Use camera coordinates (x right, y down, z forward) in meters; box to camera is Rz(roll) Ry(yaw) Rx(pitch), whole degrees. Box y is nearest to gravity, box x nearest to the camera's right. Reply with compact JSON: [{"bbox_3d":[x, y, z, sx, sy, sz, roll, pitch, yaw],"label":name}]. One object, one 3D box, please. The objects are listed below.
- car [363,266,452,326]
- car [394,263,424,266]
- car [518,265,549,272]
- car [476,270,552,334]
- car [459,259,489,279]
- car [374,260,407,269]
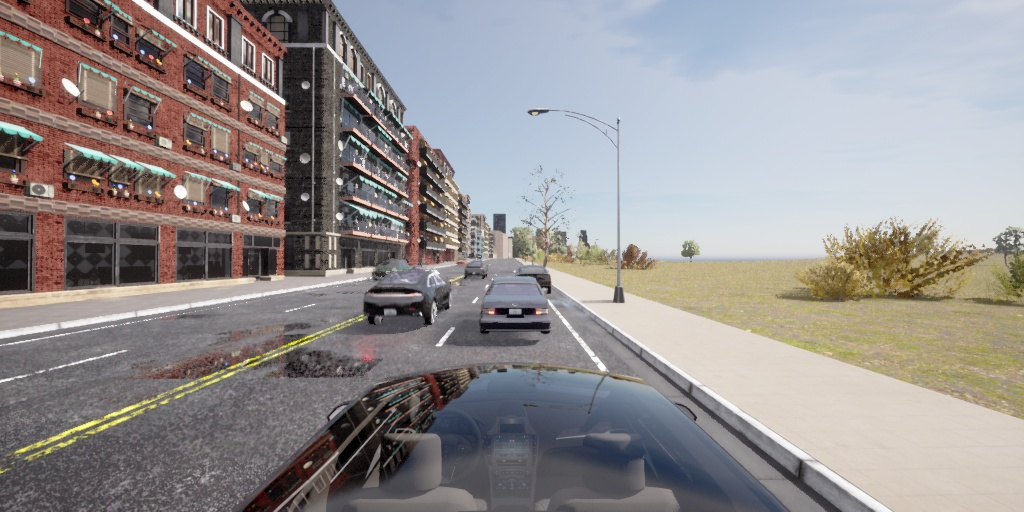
[{"bbox_3d":[-3.164,1.242,11.724,2.128,1.511,4.902,0,0,0],"label":"car"},{"bbox_3d":[-6.631,1.353,25.754,1.895,1.301,4.718,0,0,0],"label":"car"},{"bbox_3d":[1.112,1.230,20.371,1.882,1.535,5.008,0,0,0],"label":"car"},{"bbox_3d":[0.091,1.299,10.607,2.033,1.411,5.357,0,0,0],"label":"car"},{"bbox_3d":[-3.191,1.245,32.662,2.128,1.511,4.902,0,0,0],"label":"car"},{"bbox_3d":[-9.888,1.104,29.692,2.097,1.767,4.553,0,0,0],"label":"car"}]
